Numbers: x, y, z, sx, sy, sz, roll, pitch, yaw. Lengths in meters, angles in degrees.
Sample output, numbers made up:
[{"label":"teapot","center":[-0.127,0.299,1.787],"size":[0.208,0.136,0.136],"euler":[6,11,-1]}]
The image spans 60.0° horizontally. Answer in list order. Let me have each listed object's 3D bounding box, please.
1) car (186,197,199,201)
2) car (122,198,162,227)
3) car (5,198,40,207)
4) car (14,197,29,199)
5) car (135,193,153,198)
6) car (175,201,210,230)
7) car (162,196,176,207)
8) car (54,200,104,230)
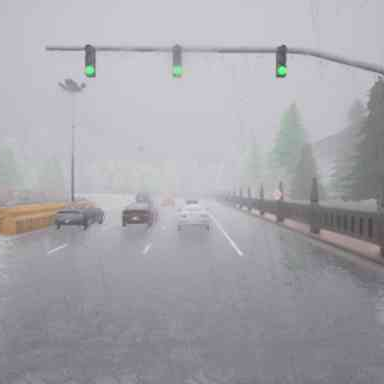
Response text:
[{"label":"car","center":[0.012,1.415,49.371],"size":[1.812,1.442,4.674],"euler":[0,0,0]},{"label":"car","center":[-3.395,1.427,22.436],"size":[1.882,1.535,5.008],"euler":[0,0,0]},{"label":"car","center":[-14.073,1.500,28.501],"size":[1.994,1.385,4.181],"euler":[0,0,0]},{"label":"car","center":[-21.045,1.399,41.028],"size":[2.128,1.511,4.902],"euler":[0,0,0]},{"label":"car","center":[-6.990,1.114,48.747],"size":[2.150,2.045,5.566],"euler":[0,0,0]},{"label":"car","center":[0.091,1.480,20.434],"size":[1.812,1.442,4.674],"euler":[0,0,0]},{"label":"car","center":[-3.481,1.366,49.741],"size":[1.882,1.535,5.008],"euler":[0,0,0]},{"label":"car","center":[-6.896,1.445,20.835],"size":[2.128,1.511,4.902],"euler":[0,0,0]}]
